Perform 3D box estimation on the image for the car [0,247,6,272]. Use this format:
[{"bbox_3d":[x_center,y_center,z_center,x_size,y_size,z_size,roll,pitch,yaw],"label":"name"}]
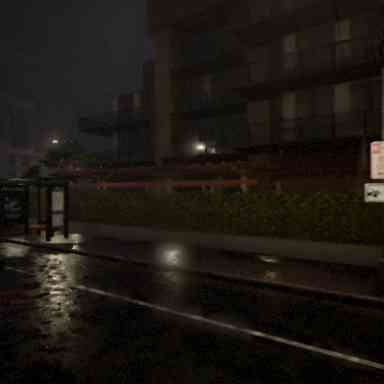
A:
[{"bbox_3d":[-7.129,1.563,9.029,5.357,1.411,2.033,0,0,36],"label":"car"}]
